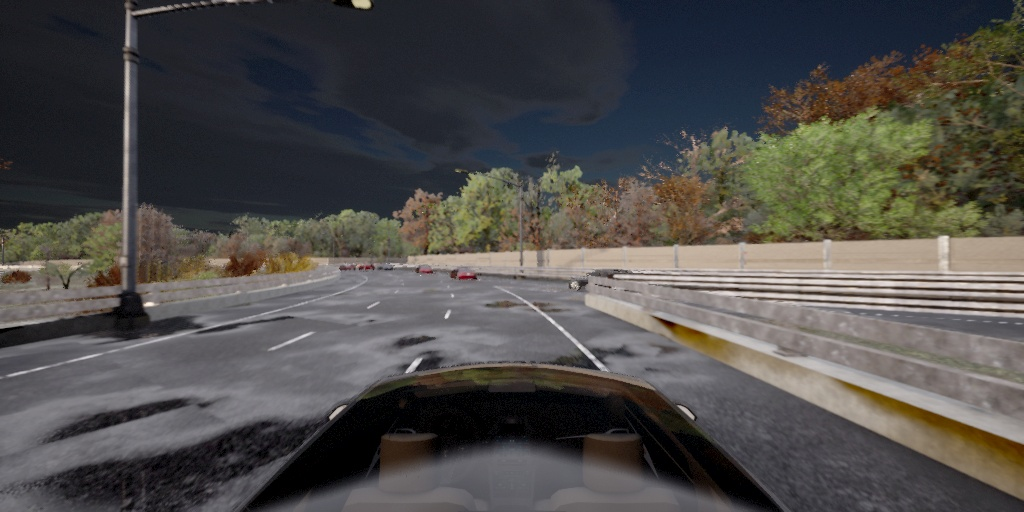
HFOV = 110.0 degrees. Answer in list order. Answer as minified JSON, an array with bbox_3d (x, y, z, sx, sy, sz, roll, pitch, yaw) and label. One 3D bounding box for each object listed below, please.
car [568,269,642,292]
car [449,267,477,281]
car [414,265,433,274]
[{"bbox_3d":[5.628,1.553,22.037,1.837,1.490,4.892,-1,-1,-40],"label":"car"},{"bbox_3d":[-5.204,1.802,37.544,1.994,1.385,4.181,0,-1,-26],"label":"car"},{"bbox_3d":[-13.668,2.084,55.248,1.994,1.385,4.181,0,-1,-29],"label":"car"}]
